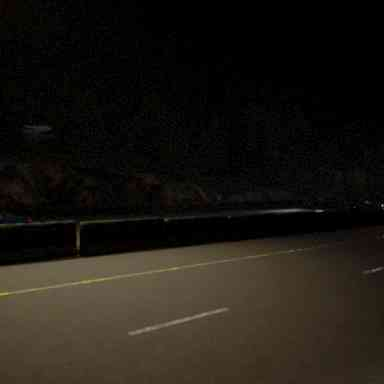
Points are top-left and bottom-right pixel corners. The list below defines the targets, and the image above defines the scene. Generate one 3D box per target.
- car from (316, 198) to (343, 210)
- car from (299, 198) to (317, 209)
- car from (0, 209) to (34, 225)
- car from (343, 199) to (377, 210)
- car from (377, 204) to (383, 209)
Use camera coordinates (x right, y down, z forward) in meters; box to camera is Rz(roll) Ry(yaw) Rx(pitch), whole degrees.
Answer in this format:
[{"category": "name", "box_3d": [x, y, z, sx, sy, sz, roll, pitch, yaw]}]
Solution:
[{"category": "car", "box_3d": [19.070, 1.651, 43.434, 5.357, 1.411, 2.033, 0, 0, -35]}, {"category": "car", "box_3d": [16.907, 1.595, 46.191, 4.902, 1.511, 2.128, 0, 0, -35]}, {"category": "car", "box_3d": [-11.268, 1.559, 17.452, 5.357, 1.411, 2.033, 1, 0, -36]}, {"category": "car", "box_3d": [20.665, 1.669, 40.275, 4.181, 1.385, 1.994, 0, 0, -35]}, {"category": "car", "box_3d": [23.655, 1.451, 38.106, 4.553, 1.767, 2.097, 0, 0, -35]}]
